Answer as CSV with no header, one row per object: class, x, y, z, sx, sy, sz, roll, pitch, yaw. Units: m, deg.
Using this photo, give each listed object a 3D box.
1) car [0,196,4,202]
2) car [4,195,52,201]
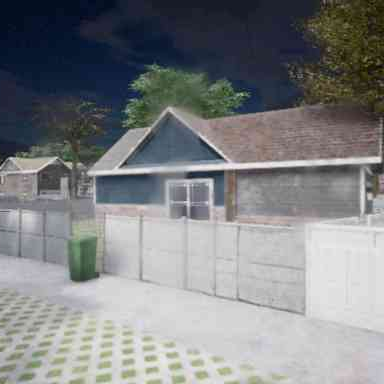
car,-20.753,1.190,35.693,2.097,1.767,4.553,0,0,30
car,-16.943,1.283,35.785,1.882,1.535,5.008,0,0,31
